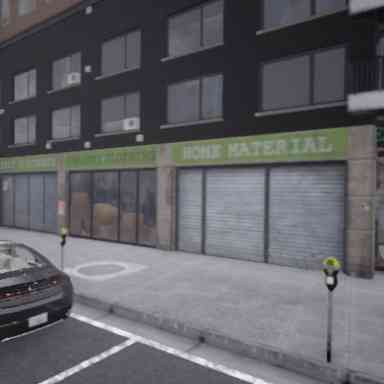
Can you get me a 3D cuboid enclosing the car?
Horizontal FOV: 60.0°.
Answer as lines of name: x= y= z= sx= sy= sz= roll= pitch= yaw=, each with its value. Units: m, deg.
car: x=-3.909 y=1.527 z=5.877 sx=4.403 sy=1.369 sz=2.008 roll=0 pitch=1 yaw=36
